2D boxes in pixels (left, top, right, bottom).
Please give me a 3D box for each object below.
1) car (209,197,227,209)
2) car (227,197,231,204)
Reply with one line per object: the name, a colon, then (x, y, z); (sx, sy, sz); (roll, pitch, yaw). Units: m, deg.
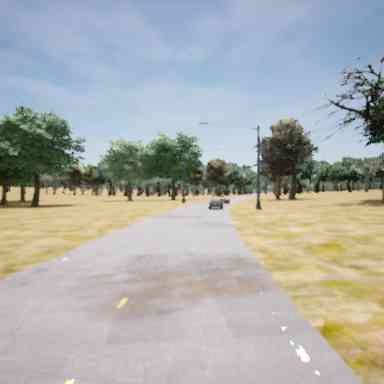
car: (3.440, 1.517, 46.464); (2.128, 1.511, 4.902); (0, 0, 8)
car: (6.502, 1.566, 64.894); (1.895, 1.301, 4.718); (0, 0, 11)
